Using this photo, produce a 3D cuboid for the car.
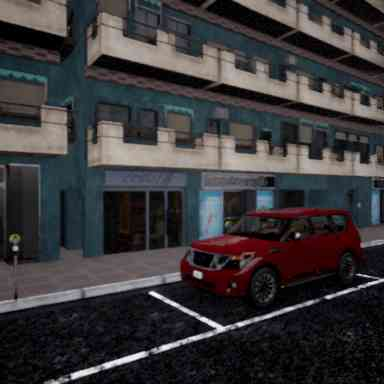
[{"bbox_3d":[2.165,1.344,8.121,5.009,1.841,2.192,0,-1,-36],"label":"car"}]
